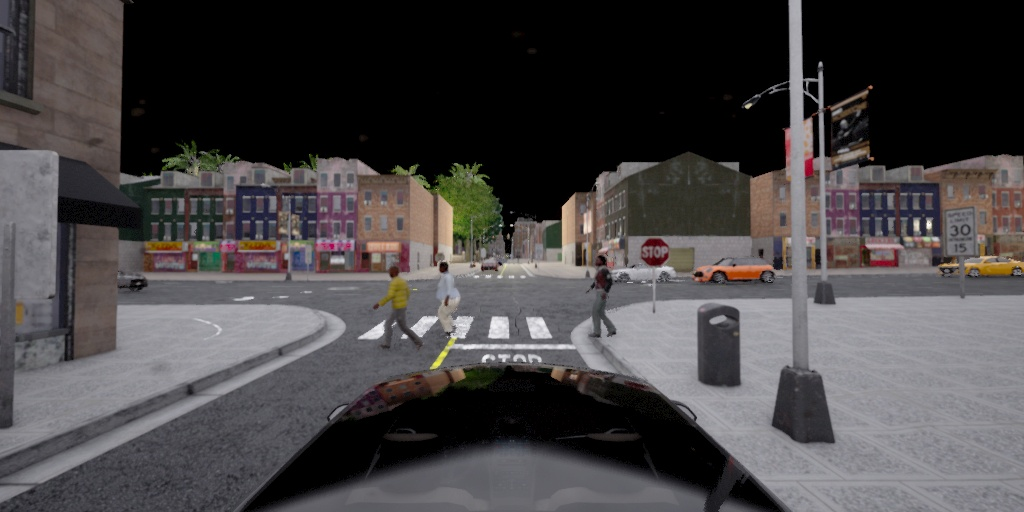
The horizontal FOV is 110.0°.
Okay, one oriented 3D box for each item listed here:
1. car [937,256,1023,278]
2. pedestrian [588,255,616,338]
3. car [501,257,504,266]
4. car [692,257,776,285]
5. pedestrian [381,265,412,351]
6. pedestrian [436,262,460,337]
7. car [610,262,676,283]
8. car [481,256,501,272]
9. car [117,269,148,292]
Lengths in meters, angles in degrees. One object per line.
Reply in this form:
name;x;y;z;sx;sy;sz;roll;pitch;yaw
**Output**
car;34.555;0.787;26.466;5.008;1.535;1.882;-1;-1;0
pedestrian;1.982;0.873;7.943;0.375;1.860;0.375;1;-1;0
car;-2.525;1.129;61.718;1.895;1.301;4.718;0;0;0
car;14.108;0.881;23.032;4.553;1.767;2.097;-1;-1;-1
pedestrian;-2.345;1.027;7.336;0.375;1.860;0.375;1;-1;0
pedestrian;-1.537;0.999;8.535;0.375;1.860;0.375;1;-1;0
car;9.515;1.175;26.277;4.674;1.442;1.812;-1;-1;0
car;-2.567;1.081;42.121;1.882;1.535;5.008;0;0;0
car;-22.491;1.222;19.226;4.892;1.490;1.837;0;-1;-1
